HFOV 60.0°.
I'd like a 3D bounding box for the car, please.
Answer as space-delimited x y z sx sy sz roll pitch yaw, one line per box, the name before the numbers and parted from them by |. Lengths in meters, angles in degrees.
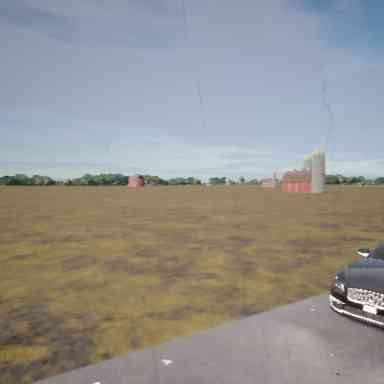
car | 4.626 1.497 6.370 4.892 1.490 1.837 0 0 -35
